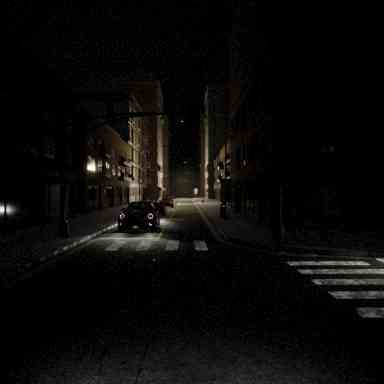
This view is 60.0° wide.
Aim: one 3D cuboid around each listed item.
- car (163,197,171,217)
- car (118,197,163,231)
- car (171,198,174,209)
[{"bbox_3d":[-3.336,1.483,30.703,2.128,1.511,4.902,0,0,-1],"label":"car"},{"bbox_3d":[-3.158,1.348,20.462,2.097,1.767,4.553,0,0,-1],"label":"car"},{"bbox_3d":[-3.552,1.456,46.381,1.882,1.535,5.008,0,0,-1],"label":"car"}]
